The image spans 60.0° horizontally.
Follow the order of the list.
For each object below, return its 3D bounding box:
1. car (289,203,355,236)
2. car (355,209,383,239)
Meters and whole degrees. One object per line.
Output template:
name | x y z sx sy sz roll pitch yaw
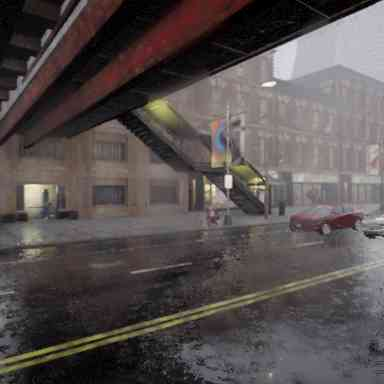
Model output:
car | 7.305 1.375 17.922 5.008 1.535 1.882 0 0 -36
car | 9.834 1.493 15.432 4.718 1.301 1.895 0 0 -36
